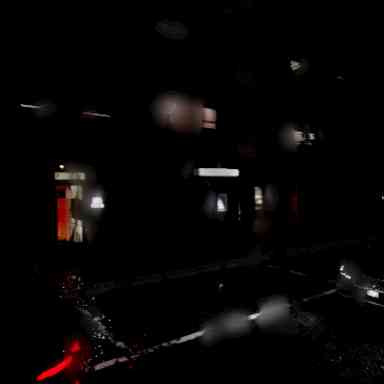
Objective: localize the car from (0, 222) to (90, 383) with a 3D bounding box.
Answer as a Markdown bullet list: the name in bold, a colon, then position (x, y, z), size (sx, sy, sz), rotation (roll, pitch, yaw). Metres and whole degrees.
- **car**: position (-3.190, 1.246, 1.129), size (5.566, 2.045, 2.150), rotation (-1, 0, -37)

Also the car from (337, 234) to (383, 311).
- **car**: position (4.999, 1.418, 6.938), size (4.892, 1.490, 1.837), rotation (-1, 0, -35)

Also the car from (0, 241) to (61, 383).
- **car**: position (-4.023, 1.565, 3.694), size (4.403, 1.369, 2.008), rotation (-1, 0, -36)
